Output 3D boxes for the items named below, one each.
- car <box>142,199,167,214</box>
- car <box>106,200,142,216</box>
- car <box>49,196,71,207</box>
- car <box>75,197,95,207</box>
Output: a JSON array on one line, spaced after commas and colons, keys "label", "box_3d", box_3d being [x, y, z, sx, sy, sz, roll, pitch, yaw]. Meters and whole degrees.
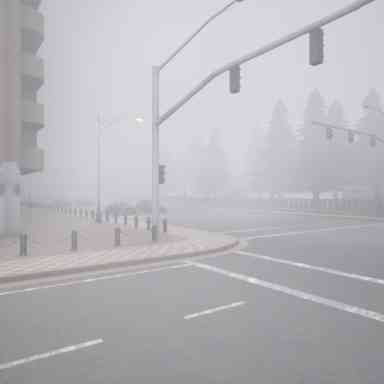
[{"label": "car", "box_3d": [-4.463, 1.554, 35.715, 1.837, 1.490, 4.892, 0, 0, -36]}, {"label": "car", "box_3d": [-7.104, 1.615, 33.395, 1.994, 1.385, 4.181, 0, 0, -36]}, {"label": "car", "box_3d": [-20.251, 1.652, 51.726, 1.895, 1.301, 4.718, 0, 0, -36]}, {"label": "car", "box_3d": [-17.223, 1.528, 53.503, 1.882, 1.535, 5.008, 0, 0, -36]}]
